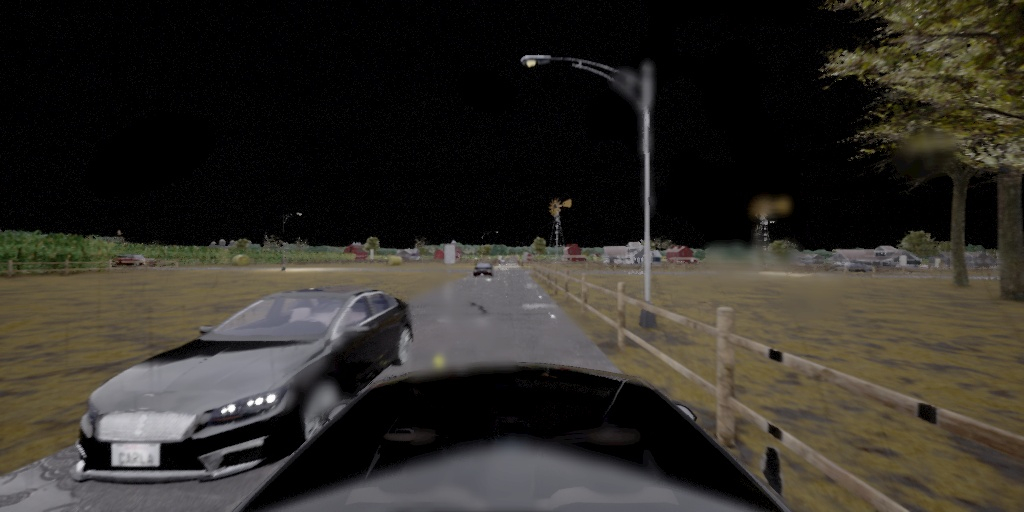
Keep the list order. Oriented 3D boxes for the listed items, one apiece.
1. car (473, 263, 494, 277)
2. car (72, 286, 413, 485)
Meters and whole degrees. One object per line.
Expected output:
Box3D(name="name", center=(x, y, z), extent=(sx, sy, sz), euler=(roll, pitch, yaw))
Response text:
Box3D(name="car", center=(-2.764, 1.366, 36.107), extent=(2.033, 1.411, 5.357), euler=(0, 0, 1))
Box3D(name="car", center=(-2.837, 1.241, 5.158), extent=(2.128, 1.511, 4.902), euler=(0, 0, 0))
